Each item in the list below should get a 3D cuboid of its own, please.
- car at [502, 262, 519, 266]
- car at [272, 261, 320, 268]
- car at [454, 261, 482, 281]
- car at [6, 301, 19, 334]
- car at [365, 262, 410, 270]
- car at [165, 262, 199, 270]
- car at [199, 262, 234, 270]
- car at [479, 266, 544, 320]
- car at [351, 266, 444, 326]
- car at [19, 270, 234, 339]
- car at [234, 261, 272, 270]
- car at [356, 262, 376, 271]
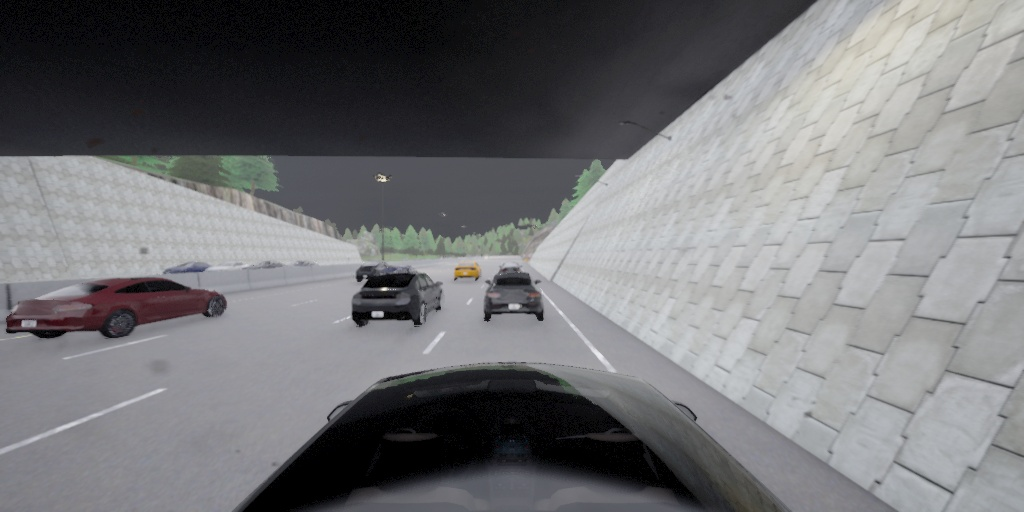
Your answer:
[{"bbox_3d":[-0.096,1.207,29.246,1.812,1.442,4.674,0,0,-1],"label":"car"},{"bbox_3d":[-21.238,1.233,36.108,2.128,1.511,4.902,0,0,0],"label":"car"},{"bbox_3d":[-3.586,1.170,29.749,1.882,1.535,5.008,0,0,0],"label":"car"},{"bbox_3d":[-6.886,0.997,1.421,2.150,2.045,5.566,0,0,0],"label":"car"},{"bbox_3d":[-7.034,1.270,22.642,2.033,1.411,5.357,0,0,0],"label":"car"},{"bbox_3d":[-31.739,1.304,35.551,1.812,1.442,4.674,0,0,0],"label":"car"},{"bbox_3d":[-28.238,1.292,35.978,1.812,1.442,4.674,0,0,0],"label":"car"},{"bbox_3d":[0.040,1.249,12.351,1.812,1.442,4.674,0,0,0],"label":"car"},{"bbox_3d":[-3.454,1.242,11.590,1.837,1.490,4.892,0,0,0],"label":"car"},{"bbox_3d":[-10.457,1.292,10.048,1.812,1.442,4.674,0,0,-1],"label":"car"},{"bbox_3d":[-24.738,1.246,36.082,2.128,1.511,4.902,0,0,0],"label":"car"},{"bbox_3d":[-10.574,1.226,28.192,1.837,1.490,4.892,0,0,0],"label":"car"}]
